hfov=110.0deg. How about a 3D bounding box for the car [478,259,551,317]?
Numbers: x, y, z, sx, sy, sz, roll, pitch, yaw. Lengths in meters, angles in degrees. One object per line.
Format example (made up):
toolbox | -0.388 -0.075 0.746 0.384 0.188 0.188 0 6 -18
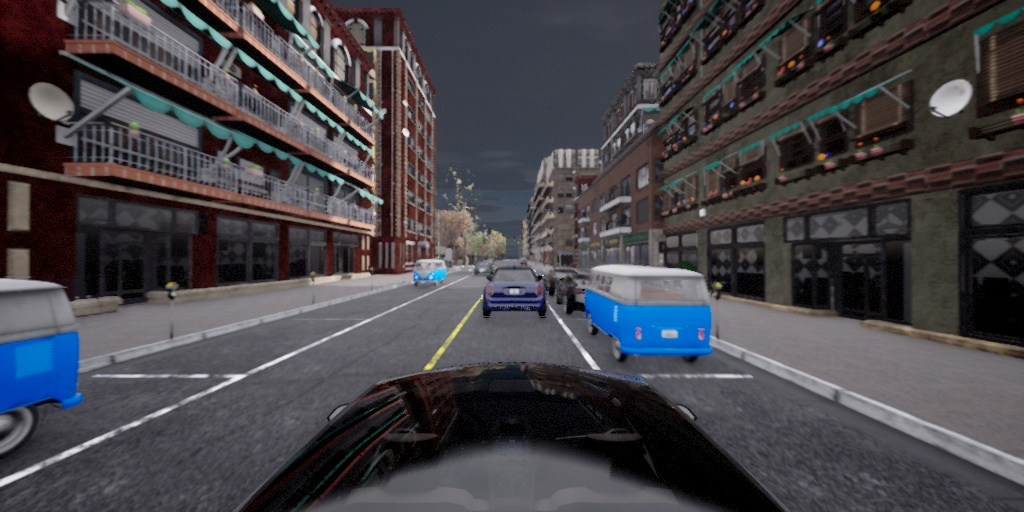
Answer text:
car | 0.084 1.129 13.405 2.097 1.767 4.553 0 0 0

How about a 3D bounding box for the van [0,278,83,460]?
van | -5.689 1.092 2.318 1.690 1.789 3.998 0 0 0

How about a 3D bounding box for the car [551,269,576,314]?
car | 2.693 1.342 13.641 1.948 1.339 4.313 0 0 0

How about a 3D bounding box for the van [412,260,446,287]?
van | -5.686 1.146 24.965 1.690 1.789 3.998 0 0 0

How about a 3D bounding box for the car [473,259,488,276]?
car | -3.082 1.336 39.283 2.128 1.511 4.902 0 0 0

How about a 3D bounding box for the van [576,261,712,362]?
van | 2.692 1.104 7.979 1.690 1.789 3.998 0 0 0

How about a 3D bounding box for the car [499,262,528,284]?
car | 0.089 1.305 28.727 2.128 1.511 4.902 0 0 0

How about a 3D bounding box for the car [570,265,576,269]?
car | 2.693 1.356 19.304 1.948 1.339 4.313 0 0 0
